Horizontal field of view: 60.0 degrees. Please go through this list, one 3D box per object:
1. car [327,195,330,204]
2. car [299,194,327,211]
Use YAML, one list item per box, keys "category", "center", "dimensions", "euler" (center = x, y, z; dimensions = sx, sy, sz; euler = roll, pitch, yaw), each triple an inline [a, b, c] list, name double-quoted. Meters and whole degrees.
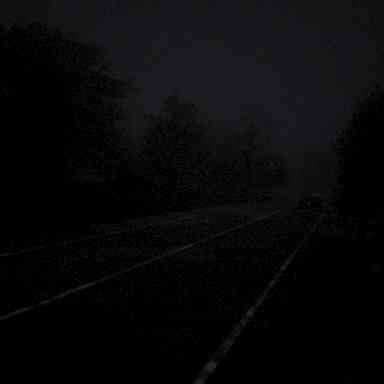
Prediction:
- category: "car"
  center: [19.997, 1.043, 50.705]
  dimensions: [1.812, 1.442, 4.674]
  euler: [5, 1, 25]
- category: "car"
  center: [11.739, 0.913, 32.645]
  dimensions: [1.882, 1.535, 5.008]
  euler: [6, 2, 25]
